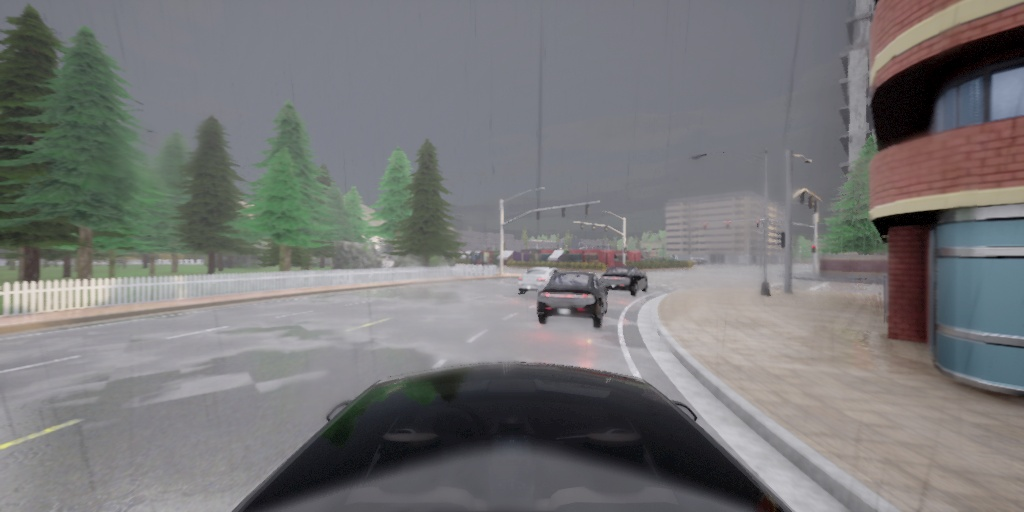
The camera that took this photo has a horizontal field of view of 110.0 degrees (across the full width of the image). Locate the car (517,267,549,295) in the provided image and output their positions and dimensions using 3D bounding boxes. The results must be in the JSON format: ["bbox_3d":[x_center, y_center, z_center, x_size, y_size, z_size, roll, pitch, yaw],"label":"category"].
[{"bbox_3d":[1.870,1.330,19.751,1.812,1.442,4.674,0,0,27],"label":"car"}]

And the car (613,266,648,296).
[{"bbox_3d":[6.353,1.334,20.211,2.128,1.511,4.902,0,0,31],"label":"car"}]

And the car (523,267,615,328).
[{"bbox_3d":[2.113,1.281,11.810,2.128,1.511,4.902,0,0,17],"label":"car"}]
